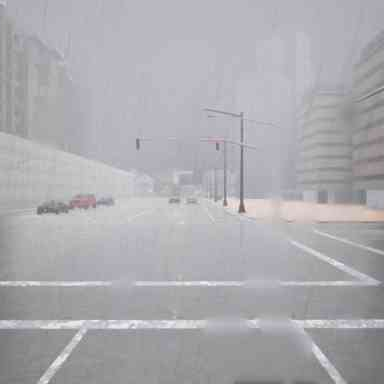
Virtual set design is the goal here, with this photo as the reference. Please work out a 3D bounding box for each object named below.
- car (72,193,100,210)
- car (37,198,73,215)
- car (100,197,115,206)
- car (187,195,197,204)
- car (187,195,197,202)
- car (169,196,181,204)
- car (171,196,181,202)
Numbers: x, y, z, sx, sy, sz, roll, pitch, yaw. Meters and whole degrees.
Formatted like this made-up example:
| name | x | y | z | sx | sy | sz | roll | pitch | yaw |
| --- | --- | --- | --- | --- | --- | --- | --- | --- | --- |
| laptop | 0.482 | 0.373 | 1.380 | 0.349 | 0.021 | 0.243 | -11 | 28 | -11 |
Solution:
| name | x | y | z | sx | sy | sz | roll | pitch | yaw |
| --- | --- | --- | --- | --- | --- | --- | --- | --- | --- |
| car | -14.114 | 1.220 | 43.240 | 2.150 | 2.045 | 5.566 | 0 | 0 | 0 |
| car | -14.114 | 1.564 | 33.961 | 1.994 | 1.385 | 4.181 | 0 | 0 | 0 |
| car | -14.105 | 1.547 | 54.620 | 2.033 | 1.411 | 5.357 | 0 | 0 | 0 |
| car | -0.037 | 1.477 | 63.212 | 1.882 | 1.535 | 5.008 | 0 | 0 | 0 |
| car | -0.043 | 1.427 | 73.631 | 2.033 | 1.411 | 5.357 | 0 | 0 | 0 |
| car | -3.450 | 1.525 | 64.212 | 1.812 | 1.442 | 4.674 | 0 | 0 | 0 |
| car | -3.543 | 1.595 | 74.448 | 1.895 | 1.301 | 4.718 | 0 | 0 | 0 |
